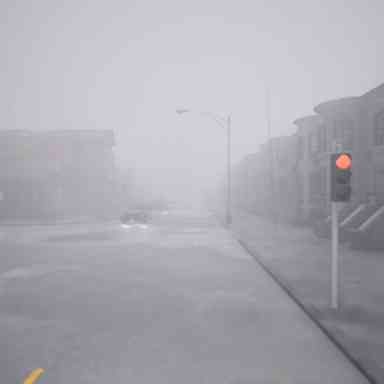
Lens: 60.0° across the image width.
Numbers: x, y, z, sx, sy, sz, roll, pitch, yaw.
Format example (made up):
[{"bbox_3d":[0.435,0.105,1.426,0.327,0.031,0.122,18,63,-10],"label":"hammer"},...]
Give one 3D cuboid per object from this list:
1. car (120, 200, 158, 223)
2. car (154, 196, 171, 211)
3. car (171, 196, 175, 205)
[{"bbox_3d":[-4.134,1.557,25.610,2.033,1.411,5.357,0,0,0],"label":"car"},{"bbox_3d":[-4.137,1.493,42.152,1.882,1.535,5.008,0,0,0],"label":"car"},{"bbox_3d":[-4.100,1.548,61.327,1.812,1.442,4.674,0,0,1],"label":"car"}]
